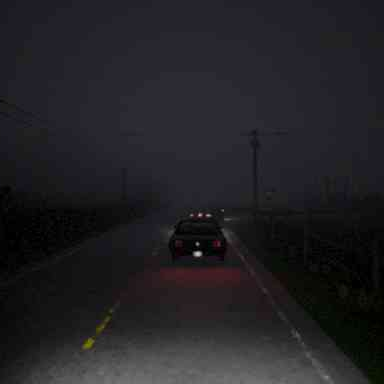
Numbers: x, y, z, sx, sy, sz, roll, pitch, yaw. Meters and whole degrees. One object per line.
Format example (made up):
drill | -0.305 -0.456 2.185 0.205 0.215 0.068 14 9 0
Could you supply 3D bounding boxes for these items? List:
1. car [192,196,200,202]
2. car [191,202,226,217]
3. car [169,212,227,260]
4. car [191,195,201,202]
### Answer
car | 1.007 1.821 87.004 1.837 1.490 4.892 0 0 0
car | 1.290 1.693 25.880 2.033 1.411 5.357 0 0 17
car | 0.239 1.673 12.719 1.895 1.301 4.718 0 0 1
car | 0.945 1.638 76.477 2.150 2.045 5.566 0 0 0
